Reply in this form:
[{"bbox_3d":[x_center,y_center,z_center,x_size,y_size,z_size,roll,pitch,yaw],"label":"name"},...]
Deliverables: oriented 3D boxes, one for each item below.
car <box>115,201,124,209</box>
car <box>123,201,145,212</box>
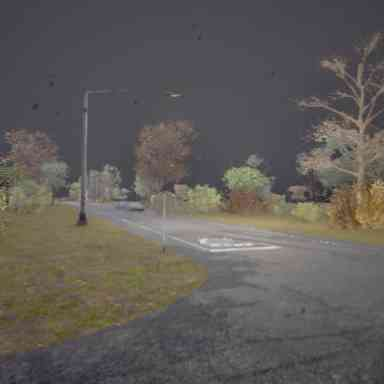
[{"bbox_3d":[-12.100,2.271,58.142,2.033,1.411,5.357,2,-1,-23],"label":"car"},{"bbox_3d":[-8.402,2.188,49.287,1.994,1.385,4.181,2,-1,-23],"label":"car"}]
